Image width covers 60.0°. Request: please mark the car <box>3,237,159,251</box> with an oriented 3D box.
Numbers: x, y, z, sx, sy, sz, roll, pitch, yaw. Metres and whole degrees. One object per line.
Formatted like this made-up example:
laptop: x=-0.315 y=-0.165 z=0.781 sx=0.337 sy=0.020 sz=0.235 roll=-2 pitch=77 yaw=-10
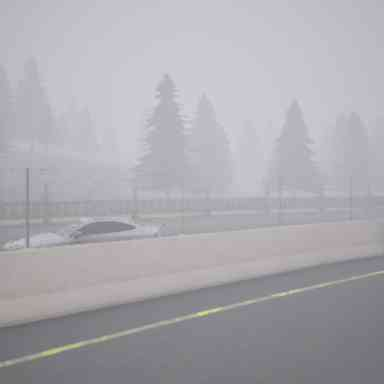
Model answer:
car: x=-3.113 y=1.482 z=10.094 sx=4.674 sy=1.442 sz=1.812 roll=0 pitch=0 yaw=-33
